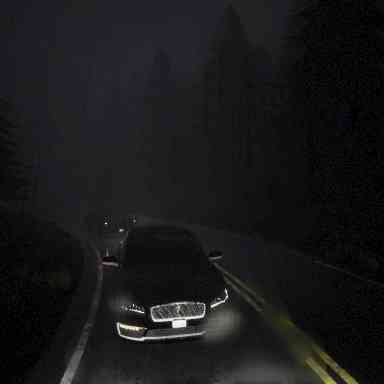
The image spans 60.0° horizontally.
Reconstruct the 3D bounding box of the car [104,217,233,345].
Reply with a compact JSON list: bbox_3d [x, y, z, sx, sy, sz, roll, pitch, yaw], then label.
[{"bbox_3d":[-0.642,1.494,6.784,1.837,1.490,4.892,-1,0,-11],"label":"car"}]

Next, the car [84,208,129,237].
[{"bbox_3d":[-4.620,1.610,18.519,1.895,1.301,4.718,-3,1,-29],"label":"car"}]
